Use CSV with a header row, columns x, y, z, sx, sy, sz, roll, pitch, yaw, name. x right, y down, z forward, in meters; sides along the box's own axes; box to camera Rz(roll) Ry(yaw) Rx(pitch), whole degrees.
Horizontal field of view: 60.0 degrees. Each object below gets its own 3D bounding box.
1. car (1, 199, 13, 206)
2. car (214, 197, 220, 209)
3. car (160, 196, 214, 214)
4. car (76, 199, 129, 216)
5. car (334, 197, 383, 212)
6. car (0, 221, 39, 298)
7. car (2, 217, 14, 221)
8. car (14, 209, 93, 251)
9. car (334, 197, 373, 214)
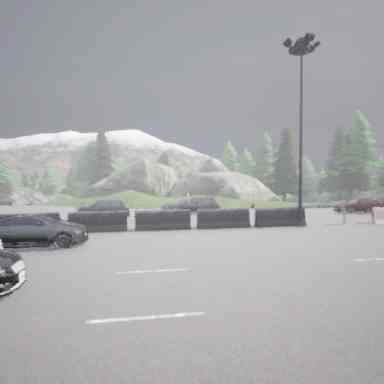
x,y,z,sx,sy,sz,roll,pitch,yaw,name
-37.055,2.090,66.660,1.812,1.442,4.674,1,-3,-25,car
0.660,1.335,36.591,4.553,1.767,2.097,0,0,-10,car
-0.696,1.482,32.776,4.902,1.511,2.128,0,0,-10,car
-7.594,1.415,27.945,4.553,1.767,2.097,-1,0,-10,car
18.315,1.341,36.290,4.892,1.490,1.837,0,0,-10,car
-6.045,1.546,6.670,4.902,1.511,2.128,-1,0,-10,car
-8.205,1.600,9.831,4.674,1.442,1.812,-1,0,-10,car
-6.483,1.617,13.708,4.181,1.385,1.994,-1,0,-10,car
16.292,1.329,32.357,5.008,1.535,1.882,-1,0,-10,car
